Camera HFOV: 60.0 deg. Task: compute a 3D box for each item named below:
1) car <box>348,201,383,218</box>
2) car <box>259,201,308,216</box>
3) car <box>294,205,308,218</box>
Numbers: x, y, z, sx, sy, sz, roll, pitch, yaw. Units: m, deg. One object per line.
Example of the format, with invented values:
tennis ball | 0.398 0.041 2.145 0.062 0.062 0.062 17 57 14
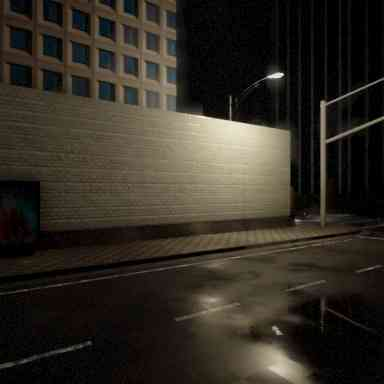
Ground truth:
car | 16.728 1.582 30.452 1.812 1.442 4.674 0 0 -36
car | 9.378 1.656 34.337 1.895 1.301 4.718 0 0 -36
car | 8.176 1.581 30.012 1.812 1.442 4.674 0 0 -36
